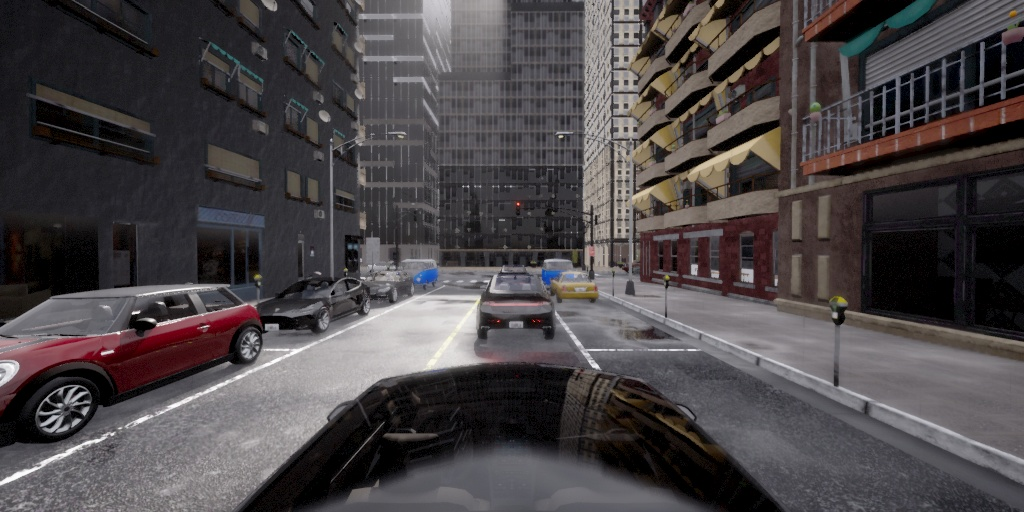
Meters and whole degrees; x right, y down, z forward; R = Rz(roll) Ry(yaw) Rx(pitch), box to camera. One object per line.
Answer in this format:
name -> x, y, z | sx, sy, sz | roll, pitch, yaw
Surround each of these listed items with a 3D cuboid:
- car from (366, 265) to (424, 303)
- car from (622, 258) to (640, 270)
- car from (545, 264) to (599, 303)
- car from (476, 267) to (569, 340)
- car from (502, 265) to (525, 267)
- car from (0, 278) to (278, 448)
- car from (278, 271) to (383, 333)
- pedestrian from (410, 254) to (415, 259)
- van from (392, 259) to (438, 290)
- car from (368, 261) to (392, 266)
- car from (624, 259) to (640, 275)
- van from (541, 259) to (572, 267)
car -> -5.671, 1.297, 16.275 | 2.007, 1.370, 4.403 | 0, 0, 0
car -> 15.292, 1.087, 41.154 | 5.009, 1.841, 2.192 | 0, 0, 0
car -> 2.710, 1.272, 16.403 | 1.751, 1.417, 4.829 | 0, 0, 0
car -> 0.095, 1.240, 10.010 | 2.128, 1.511, 4.902 | 0, 0, 0
car -> 0.093, 1.237, 20.312 | 2.128, 1.511, 4.902 | 0, 0, 0
car -> -5.688, 1.189, 5.071 | 1.967, 1.591, 4.097 | 0, 0, 0
car -> -5.680, 1.314, 10.672 | 1.948, 1.339, 4.313 | 0, 0, 0
pedestrian -> -12.329, 0.635, 44.289 | 0.375, 1.860, 0.375 | 0, 1, 0
van -> -5.662, 1.087, 21.877 | 1.690, 1.789, 3.998 | 0, 0, 0
car -> -11.941, 1.243, 35.315 | 4.674, 1.442, 1.812 | 0, 1, 5
car -> 14.730, 1.370, 38.558 | 4.181, 1.385, 1.994 | 0, 1, 0
van -> 2.719, 1.087, 21.835 | 1.690, 1.789, 3.998 | 0, 0, 0
